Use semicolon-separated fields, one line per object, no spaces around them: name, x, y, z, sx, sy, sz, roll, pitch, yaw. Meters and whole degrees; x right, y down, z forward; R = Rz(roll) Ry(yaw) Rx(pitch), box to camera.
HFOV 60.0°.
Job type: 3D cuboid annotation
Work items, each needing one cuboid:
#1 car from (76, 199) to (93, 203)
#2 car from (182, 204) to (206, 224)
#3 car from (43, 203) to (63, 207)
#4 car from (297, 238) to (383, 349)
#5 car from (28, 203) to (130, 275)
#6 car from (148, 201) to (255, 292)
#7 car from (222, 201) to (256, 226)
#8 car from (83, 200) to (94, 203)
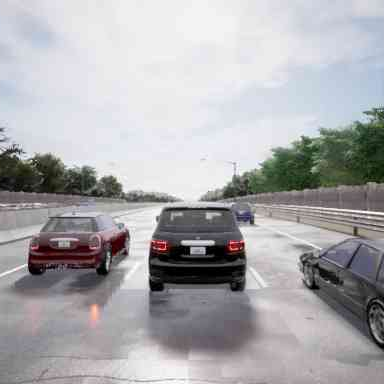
car;-17.399;2.181;54.026;2.150;2.045;5.566;0;-2;1
car;0.178;1.808;28.384;1.882;1.535;5.008;0;-1;0
car;-20.935;2.342;50.382;1.882;1.535;5.008;0;-1;0
car;3.612;1.569;6.156;2.033;1.411;5.357;0;0;1
car;-3.367;1.408;10.805;2.097;1.767;4.553;0;-1;-1
car;0.124;1.264;9.208;2.150;2.045;5.566;0;0;0
car;3.672;1.652;26.939;2.097;1.767;4.553;0;-1;0
car;-13.946;2.305;48.842;1.882;1.535;5.008;0;-1;0
